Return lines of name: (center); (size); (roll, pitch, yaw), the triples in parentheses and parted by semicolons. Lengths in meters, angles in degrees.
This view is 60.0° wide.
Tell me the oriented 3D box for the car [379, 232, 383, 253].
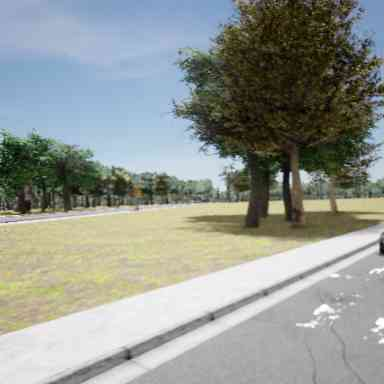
car: (9.041, 1.696, 13.464); (1.994, 1.385, 4.181); (-4, -3, 42)
